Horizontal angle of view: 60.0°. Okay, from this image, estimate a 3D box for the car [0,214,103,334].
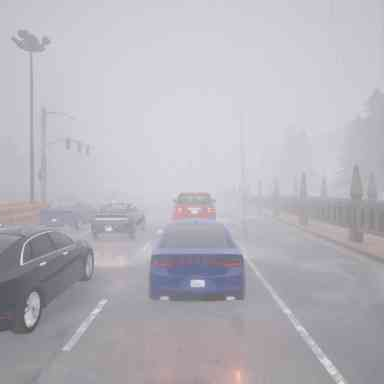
[{"bbox_3d":[-3.401,1.435,6.603,1.837,1.490,4.892,0,1,0],"label":"car"}]

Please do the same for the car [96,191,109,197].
[{"bbox_3d":[-20.752,0.455,77.174,1.895,1.301,4.718,0,1,0],"label":"car"}]

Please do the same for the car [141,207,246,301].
[{"bbox_3d":[0.101,1.383,8.189,1.882,1.535,5.008,0,1,0],"label":"car"}]

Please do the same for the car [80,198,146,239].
[{"bbox_3d":[-3.379,1.279,15.976,2.128,1.511,4.902,0,1,0],"label":"car"}]

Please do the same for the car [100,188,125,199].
[{"bbox_3d":[-13.900,0.367,58.352,2.150,2.045,5.566,0,1,0],"label":"car"}]

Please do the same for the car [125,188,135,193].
[{"bbox_3d":[-13.783,0.214,68.674,2.150,2.045,5.566,0,1,0],"label":"car"}]

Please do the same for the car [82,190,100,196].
[{"bbox_3d":[-20.790,0.371,66.882,2.097,1.767,4.553,0,1,0],"label":"car"}]

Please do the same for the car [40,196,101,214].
[{"bbox_3d":[-6.869,1.219,19.059,1.882,1.535,5.008,0,1,0],"label":"car"}]

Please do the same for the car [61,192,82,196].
[{"bbox_3d":[-20.902,0.697,56.609,1.812,1.442,4.674,0,1,1],"label":"car"}]

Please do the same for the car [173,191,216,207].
[{"bbox_3d":[0.124,0.978,18.059,2.150,2.045,5.566,0,1,0],"label":"car"}]
